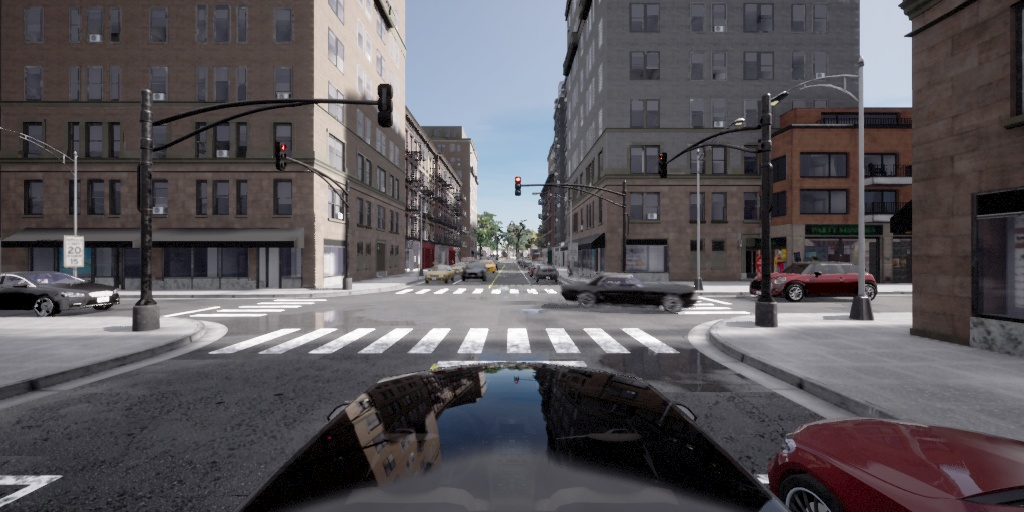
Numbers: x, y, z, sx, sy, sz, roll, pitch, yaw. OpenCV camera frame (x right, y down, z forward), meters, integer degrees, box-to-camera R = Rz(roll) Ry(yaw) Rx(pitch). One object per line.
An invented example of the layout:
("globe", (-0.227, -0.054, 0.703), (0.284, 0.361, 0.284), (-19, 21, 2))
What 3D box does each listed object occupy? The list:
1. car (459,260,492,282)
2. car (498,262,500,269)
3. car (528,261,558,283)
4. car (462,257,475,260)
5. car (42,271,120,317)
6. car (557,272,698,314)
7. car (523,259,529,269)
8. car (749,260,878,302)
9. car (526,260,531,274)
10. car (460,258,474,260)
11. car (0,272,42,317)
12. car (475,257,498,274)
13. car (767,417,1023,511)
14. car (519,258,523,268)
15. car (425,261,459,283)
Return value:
("car", (-2.921, 1.258, 28.955), (1.837, 1.490, 4.892), (0, -1, 0))
("car", (-2.945, 1.261, 54.689), (1.837, 1.490, 4.892), (0, 0, 0))
("car", (2.572, 1.302, 27.786), (2.007, 1.370, 4.403), (0, 0, 0))
("car", (-5.516, 1.068, 44.211), (2.192, 1.841, 5.009), (0, 0, 0))
("car", (-17.098, 1.310, 12.900), (4.902, 1.511, 2.128), (0, 0, 1))
("car", (4.328, 1.322, 13.463), (4.718, 1.301, 1.895), (0, 0, 23))
("car", (2.545, 1.303, 38.749), (2.007, 1.370, 4.403), (0, 0, 0))
("car", (13.223, 1.036, 15.965), (4.553, 1.767, 2.097), (0, 0, 0))
("car", (2.559, 1.297, 33.267), (1.888, 1.381, 4.507), (0, 0, 0))
("car", (-5.504, 1.278, 38.559), (1.751, 1.417, 4.829), (0, 0, 0))
("car", (-5.398, 1.065, 0.758), (2.192, 1.841, 5.009), (0, 0, 0))
("car", (-2.943, 1.231, 42.182), (1.882, 1.535, 5.008), (0, 0, 0))
("car", (2.640, 1.332, 0.778), (1.802, 1.307, 4.207), (0, 0, 0))
("car", (2.504, 1.306, 55.195), (2.007, 1.370, 4.403), (0, 0, 0))
("car", (-5.480, 1.277, 27.596), (1.751, 1.417, 4.829), (0, 0, 0))
